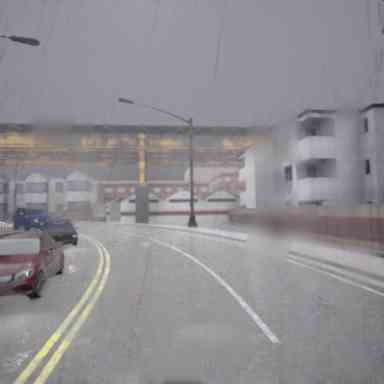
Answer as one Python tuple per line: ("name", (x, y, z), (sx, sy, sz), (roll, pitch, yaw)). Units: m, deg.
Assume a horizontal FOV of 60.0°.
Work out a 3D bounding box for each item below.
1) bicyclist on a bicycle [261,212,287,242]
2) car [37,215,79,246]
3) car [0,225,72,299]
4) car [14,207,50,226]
("bicyclist on a bicycle", (4.551, 1.952, 18.500), (1.656, 1.620, 0.582), (0, -2, -18))
("car", (-7.844, 2.306, 19.549), (2.033, 1.411, 5.357), (1, -2, -25))
("car", (-4.843, 1.912, 9.422), (1.812, 1.442, 4.674), (0, -2, -11))
("car", (-14.113, 2.384, 29.513), (2.150, 2.045, 5.566), (2, -4, -41))
